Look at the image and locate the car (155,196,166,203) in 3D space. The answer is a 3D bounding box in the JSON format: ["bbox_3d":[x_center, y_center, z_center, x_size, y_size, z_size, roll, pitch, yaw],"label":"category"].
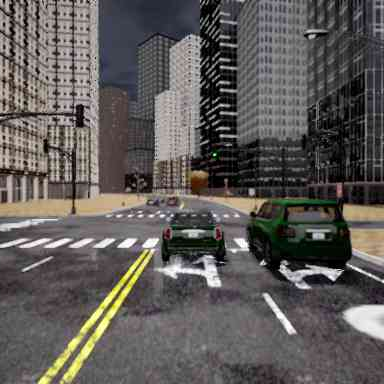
[{"bbox_3d":[-6.788,1.633,71.536,2.128,1.511,4.902,0,0,-2],"label":"car"}]

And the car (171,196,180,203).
[{"bbox_3d":[-3.531,1.608,71.398,1.837,1.490,4.892,0,0,-2],"label":"car"}]

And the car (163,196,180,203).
[{"bbox_3d":[-3.379,1.629,56.199,1.812,1.442,4.674,0,0,0],"label":"car"}]

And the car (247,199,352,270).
[{"bbox_3d":[3.294,1.249,11.272,2.150,2.045,5.566,0,0,0],"label":"car"}]

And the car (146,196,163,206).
[{"bbox_3d":[-6.628,1.595,56.314,2.128,1.511,4.902,0,0,0],"label":"car"}]

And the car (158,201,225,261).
[{"bbox_3d":[0.052,1.385,12.612,2.097,1.767,4.553,0,0,0],"label":"car"}]
